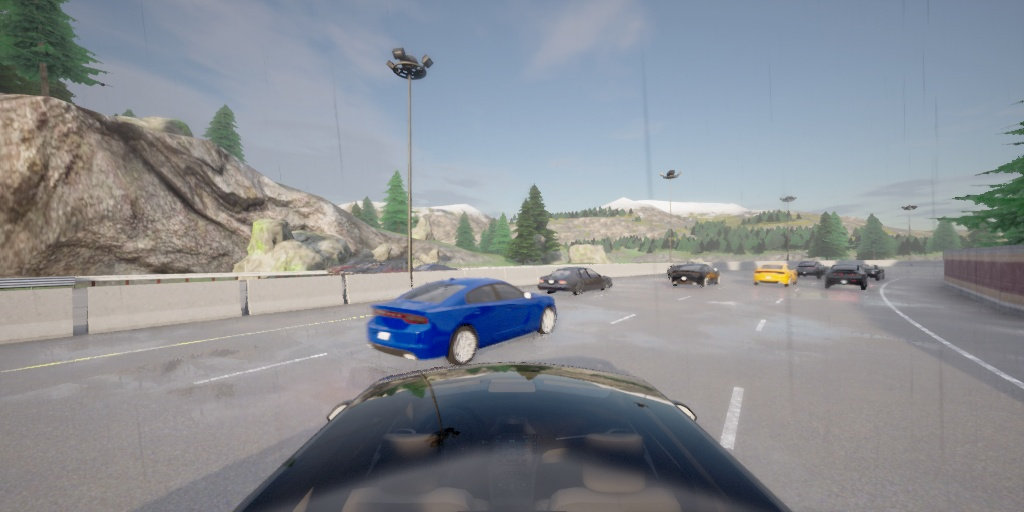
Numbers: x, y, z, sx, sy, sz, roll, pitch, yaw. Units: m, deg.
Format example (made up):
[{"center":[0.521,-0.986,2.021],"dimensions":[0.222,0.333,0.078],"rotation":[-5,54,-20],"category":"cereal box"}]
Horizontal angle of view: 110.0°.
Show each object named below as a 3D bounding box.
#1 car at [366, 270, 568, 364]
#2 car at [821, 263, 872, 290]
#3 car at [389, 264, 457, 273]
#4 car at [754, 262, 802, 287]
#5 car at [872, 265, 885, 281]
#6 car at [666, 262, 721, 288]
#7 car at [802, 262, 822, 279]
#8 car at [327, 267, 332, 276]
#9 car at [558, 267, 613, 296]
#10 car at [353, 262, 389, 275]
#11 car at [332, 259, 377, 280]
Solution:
[{"center":[-0.778,1.227,8.210],"dimensions":[1.882,1.535,5.008],"rotation":[0,0,36],"category":"car"},{"center":[21.290,1.255,22.767],"dimensions":[4.892,1.490,1.837],"rotation":[0,0,-44],"category":"car"},{"center":[-5.768,1.275,24.902],"dimensions":[1.812,1.442,4.674],"rotation":[0,0,40],"category":"car"},{"center":[18.196,1.228,24.660],"dimensions":[5.008,1.535,1.882],"rotation":[0,0,-44],"category":"car"},{"center":[29.942,1.351,30.256],"dimensions":[4.718,1.301,1.895],"rotation":[0,0,-39],"category":"car"},{"center":[12.231,1.227,23.696],"dimensions":[1.882,1.535,5.008],"rotation":[0,0,44],"category":"car"},{"center":[27.246,1.241,32.554],"dimensions":[4.902,1.511,2.128],"rotation":[0,0,-39],"category":"car"},{"center":[-13.771,1.102,31.659],"dimensions":[2.097,1.767,4.553],"rotation":[0,0,40],"category":"car"},{"center":[3.525,1.298,19.384],"dimensions":[2.033,1.411,5.357],"rotation":[0,0,40],"category":"car"},{"center":[-8.999,1.314,26.457],"dimensions":[1.994,1.385,4.181],"rotation":[0,0,40],"category":"car"},{"center":[-11.416,1.241,29.039],"dimensions":[2.128,1.511,4.902],"rotation":[0,0,40],"category":"car"}]
